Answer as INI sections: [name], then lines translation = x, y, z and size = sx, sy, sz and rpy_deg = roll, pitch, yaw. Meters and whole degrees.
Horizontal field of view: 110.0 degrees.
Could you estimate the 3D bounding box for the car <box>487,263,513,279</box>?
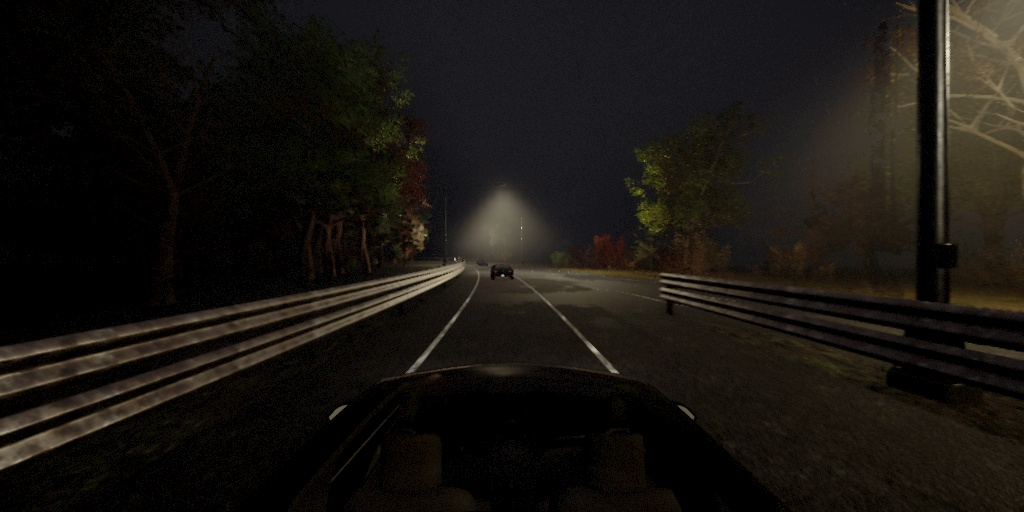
[car]
translation = -0.999, 1.351, 32.533
size = 1.895, 1.301, 4.718
rpy_deg = 0, 0, -5
